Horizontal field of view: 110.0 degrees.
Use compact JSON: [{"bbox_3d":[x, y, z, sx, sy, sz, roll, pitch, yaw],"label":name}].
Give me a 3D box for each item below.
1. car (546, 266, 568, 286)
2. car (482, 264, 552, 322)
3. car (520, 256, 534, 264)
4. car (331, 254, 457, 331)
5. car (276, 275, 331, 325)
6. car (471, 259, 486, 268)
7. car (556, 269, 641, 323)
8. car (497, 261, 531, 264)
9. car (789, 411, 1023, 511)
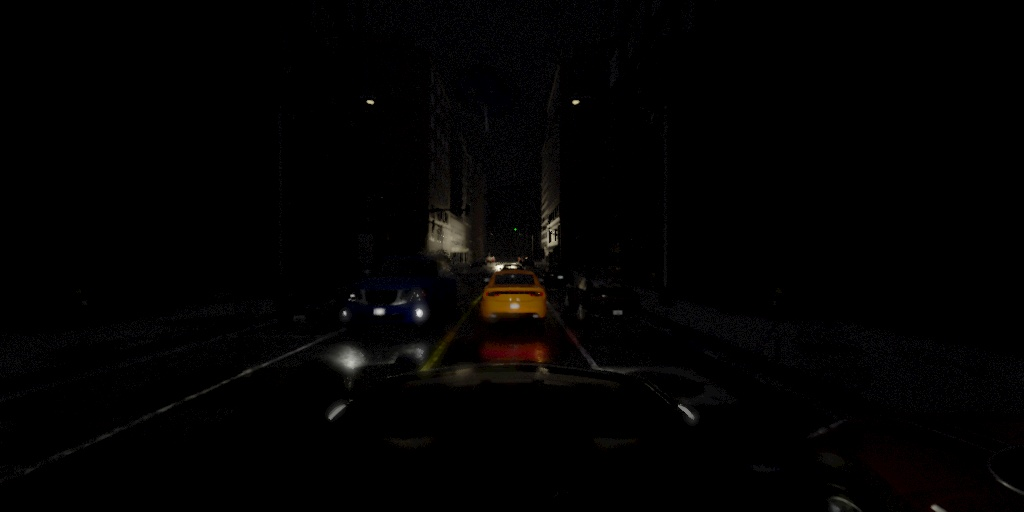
[{"bbox_3d":[2.797,1.266,22.800,1.948,1.339,4.313,0,0,0],"label":"car"},{"bbox_3d":[0.069,1.202,12.244,1.882,1.535,5.008,0,0,0],"label":"car"},{"bbox_3d":[2.723,1.086,59.889,1.967,1.591,4.097,0,0,0],"label":"car"},{"bbox_3d":[-3.116,0.947,11.239,2.150,2.045,5.566,0,0,0],"label":"car"},{"bbox_3d":[-5.696,1.290,11.773,1.948,1.339,4.313,0,0,0],"label":"car"},{"bbox_3d":[-5.803,1.227,59.877,1.802,1.307,4.207,0,0,0],"label":"car"},{"bbox_3d":[2.829,1.276,11.798,2.007,1.370,4.403,0,0,0],"label":"car"},{"bbox_3d":[0.034,1.260,24.713,1.994,1.385,4.181,0,0,0],"label":"car"},{"bbox_3d":[2.862,1.192,0.795,1.967,1.591,4.097,0,0,0],"label":"car"}]
